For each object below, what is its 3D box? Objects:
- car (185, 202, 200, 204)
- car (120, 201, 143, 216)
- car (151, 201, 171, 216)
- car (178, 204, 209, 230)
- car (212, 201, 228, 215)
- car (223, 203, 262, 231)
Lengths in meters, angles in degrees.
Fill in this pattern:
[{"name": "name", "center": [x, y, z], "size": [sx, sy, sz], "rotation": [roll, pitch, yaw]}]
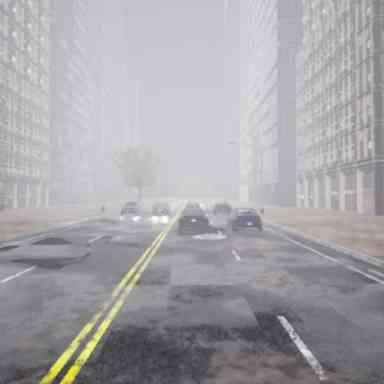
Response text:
[{"name": "car", "center": [0.111, 1.877, 41.867], "size": [1.994, 1.385, 4.181], "rotation": [0, 0, 0]}, {"name": "car", "center": [-6.576, 1.773, 36.325], "size": [1.837, 1.490, 4.892], "rotation": [0, 0, 0]}, {"name": "car", "center": [-3.323, 1.762, 36.544], "size": [2.128, 1.511, 4.902], "rotation": [0, 0, 0]}, {"name": "car", "center": [0.100, 1.732, 22.417], "size": [1.994, 1.385, 4.181], "rotation": [0, 0, 0]}, {"name": "car", "center": [3.357, 1.765, 38.440], "size": [1.882, 1.535, 5.008], "rotation": [0, 0, 0]}, {"name": "car", "center": [3.350, 1.688, 21.647], "size": [1.812, 1.442, 4.674], "rotation": [0, 0, 0]}]
